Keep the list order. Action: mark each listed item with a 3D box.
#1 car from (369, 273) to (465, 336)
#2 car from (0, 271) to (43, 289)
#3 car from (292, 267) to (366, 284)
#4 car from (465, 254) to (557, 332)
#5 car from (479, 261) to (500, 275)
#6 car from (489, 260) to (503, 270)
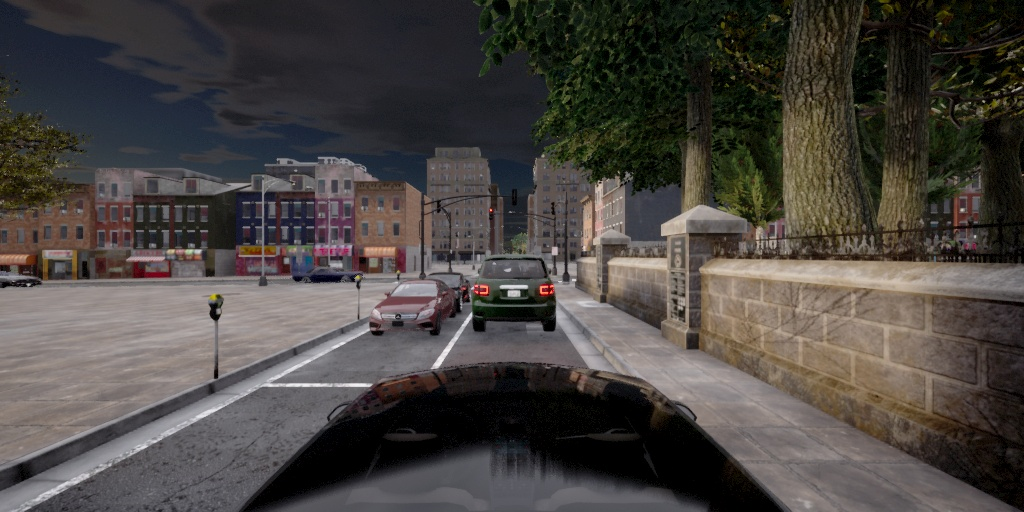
[{"bbox_3d":[-2.638,1.331,10.379,1.802,1.307,4.207,0,0,0],"label":"car"},{"bbox_3d":[-38.869,1.802,26.878,5.357,1.411,2.033,-1,0,0],"label":"car"},{"bbox_3d":[-13.627,1.481,26.942,4.718,1.301,1.895,-1,0,0],"label":"car"},{"bbox_3d":[0.076,0.971,11.058,2.150,2.045,5.566,0,0,1],"label":"car"},{"bbox_3d":[-2.404,1.267,39.318,1.812,1.442,4.674,0,0,3],"label":"car"},{"bbox_3d":[-2.292,1.263,53.215,1.812,1.442,4.674,0,0,0],"label":"car"}]
